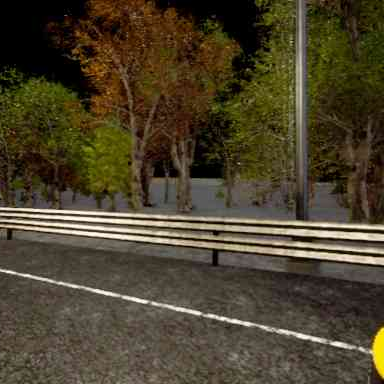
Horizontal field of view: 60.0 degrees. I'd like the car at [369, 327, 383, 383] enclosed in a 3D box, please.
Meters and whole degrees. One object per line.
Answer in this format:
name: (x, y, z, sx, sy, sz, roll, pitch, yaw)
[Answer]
car: (3.729, 1.399, 1.688, 5.008, 1.535, 1.882, 0, 1, 31)
